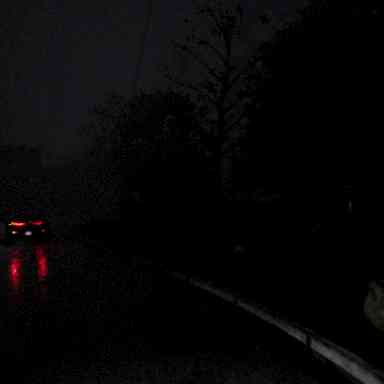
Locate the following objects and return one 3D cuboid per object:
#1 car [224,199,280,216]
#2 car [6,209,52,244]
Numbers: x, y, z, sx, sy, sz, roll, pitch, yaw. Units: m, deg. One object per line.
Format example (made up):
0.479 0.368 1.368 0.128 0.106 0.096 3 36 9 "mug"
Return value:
5.437 1.367 30.365 5.008 1.535 1.882 -1 0 3 "car"
-8.202 1.622 16.811 2.128 1.511 4.902 -1 0 -25 "car"
